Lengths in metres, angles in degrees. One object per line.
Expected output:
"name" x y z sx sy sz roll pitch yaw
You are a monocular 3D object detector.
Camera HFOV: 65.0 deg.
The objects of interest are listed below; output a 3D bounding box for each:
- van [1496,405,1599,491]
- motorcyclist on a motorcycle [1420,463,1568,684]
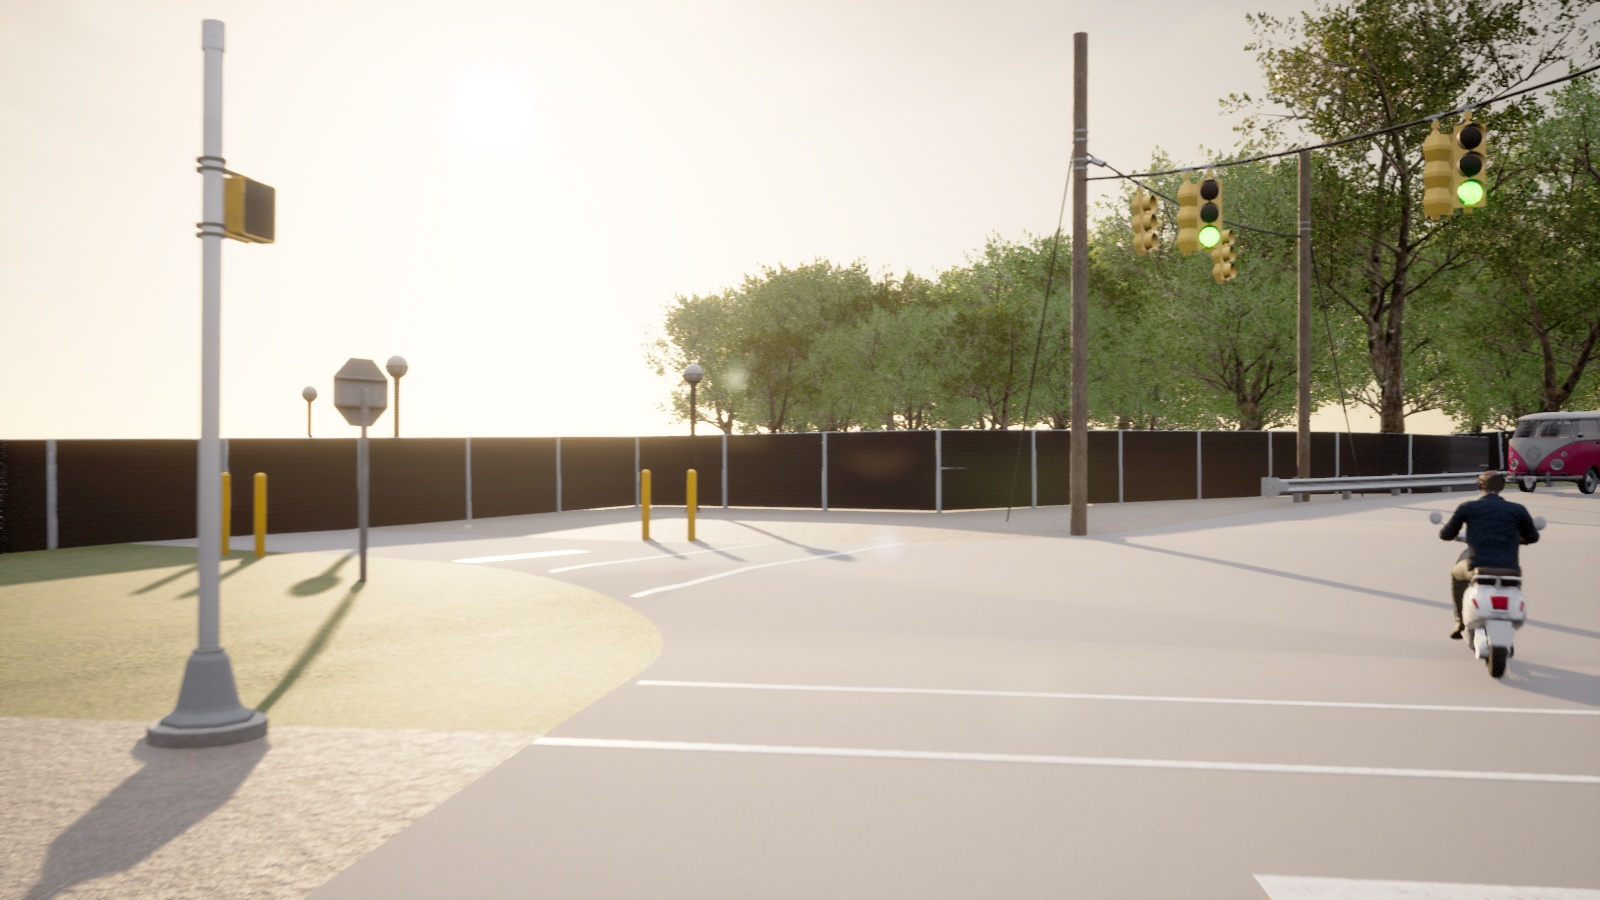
"van" 19.550 -0.118 31.208 4.442 1.987 1.775 -3 1 -29
"motorcyclist on a motorcycle" 5.585 0.918 10.213 0.866 1.590 1.817 1 0 23
